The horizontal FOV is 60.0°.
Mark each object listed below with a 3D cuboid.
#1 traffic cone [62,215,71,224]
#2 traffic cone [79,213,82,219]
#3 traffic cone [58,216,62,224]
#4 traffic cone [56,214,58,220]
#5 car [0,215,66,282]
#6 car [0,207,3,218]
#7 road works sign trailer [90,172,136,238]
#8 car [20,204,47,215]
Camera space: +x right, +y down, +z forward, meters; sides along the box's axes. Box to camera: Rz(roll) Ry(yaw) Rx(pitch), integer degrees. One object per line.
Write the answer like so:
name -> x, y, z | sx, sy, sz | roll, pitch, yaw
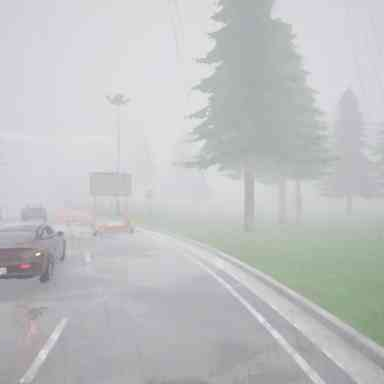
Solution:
traffic cone -> -9.346, 2.199, 24.814 | 0.340, 0.580, 0.340 | 0, 0, -28
traffic cone -> -10.395, 2.252, 31.051 | 0.340, 0.580, 0.340 | 0, 0, -28
traffic cone -> -10.284, 2.218, 26.580 | 0.340, 0.580, 0.340 | 0, 0, -28
traffic cone -> -11.223, 2.237, 28.346 | 0.340, 0.580, 0.340 | 0, 0, -28
car -> -4.877, 1.629, 9.733 | 1.812, 1.442, 4.674 | 0, 0, -14
car -> -18.738, 1.871, 30.930 | 1.812, 1.442, 4.674 | 0, -1, -28
road works sign trailer -> -4.757, 0.639, 19.341 | 2.380, 3.560, 2.880 | 0, 0, -28
car -> -13.743, 1.792, 28.941 | 2.128, 1.511, 4.902 | 0, -1, -28
